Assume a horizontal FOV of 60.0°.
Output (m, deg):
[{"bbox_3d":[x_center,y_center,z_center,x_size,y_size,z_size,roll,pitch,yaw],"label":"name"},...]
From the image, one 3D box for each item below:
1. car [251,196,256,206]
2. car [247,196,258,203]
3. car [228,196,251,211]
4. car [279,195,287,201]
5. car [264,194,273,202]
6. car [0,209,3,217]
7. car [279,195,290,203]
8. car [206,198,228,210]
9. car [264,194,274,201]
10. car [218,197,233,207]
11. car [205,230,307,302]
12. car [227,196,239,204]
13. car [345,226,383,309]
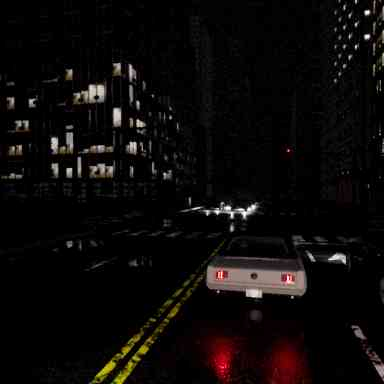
[{"bbox_3d":[7.975,1.460,49.731,2.128,1.511,4.902,0,0,13],"label":"car"},{"bbox_3d":[12.769,1.486,69.735,2.033,1.411,5.357,0,0,13],"label":"car"},{"bbox_3d":[5.862,1.503,40.728,1.812,1.442,4.674,0,0,13],"label":"car"},{"bbox_3d":[21.812,1.355,79.818,1.895,1.301,4.718,0,0,13],"label":"car"},{"bbox_3d":[16.364,1.530,70.826,1.895,1.301,4.718,0,0,13],"label":"car"},{"bbox_3d":[-17.347,1.435,26.651,4.313,1.339,1.947,1,1,14],"label":"car"},{"bbox_3d":[19.426,1.474,69.647,2.033,1.411,5.357,0,0,13],"label":"car"},{"bbox_3d":[3.091,1.524,43.168,2.033,1.411,5.357,0,0,13],"label":"car"},{"bbox_3d":[18.641,1.286,80.532,2.128,1.511,4.902,0,0,13],"label":"car"},{"bbox_3d":[5.413,1.567,53.037,1.895,1.301,4.718,0,0,13],"label":"car"},{"bbox_3d":[1.695,1.597,8.337,1.895,1.301,4.718,0,0,14],"label":"car"},{"bbox_3d":[7.837,1.460,63.167,1.837,1.490,4.892,0,0,14],"label":"car"},{"bbox_3d":[4.825,1.501,7.437,1.837,1.490,4.892,0,0,13],"label":"car"}]
